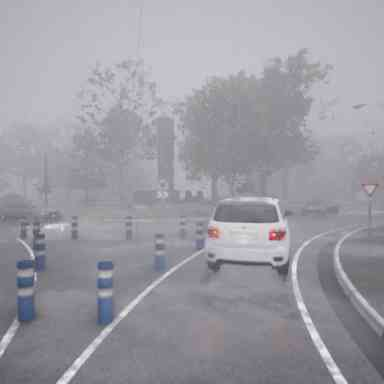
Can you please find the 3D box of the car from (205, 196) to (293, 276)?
[{"bbox_3d":[1.929,1.146,10.503,2.150,2.045,5.566,0,1,15],"label":"car"}]

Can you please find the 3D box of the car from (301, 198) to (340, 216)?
[{"bbox_3d":[10.728,1.188,27.635,1.994,1.385,4.181,1,2,42],"label":"car"}]

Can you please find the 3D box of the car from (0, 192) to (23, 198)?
[{"bbox_3d":[-23.396,0.826,41.649,1.882,1.535,5.008,0,1,9],"label":"car"}]

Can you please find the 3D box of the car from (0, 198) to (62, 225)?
[{"bbox_3d":[-10.463,1.303,21.410,4.181,1.385,1.994,0,1,22],"label":"car"}]
